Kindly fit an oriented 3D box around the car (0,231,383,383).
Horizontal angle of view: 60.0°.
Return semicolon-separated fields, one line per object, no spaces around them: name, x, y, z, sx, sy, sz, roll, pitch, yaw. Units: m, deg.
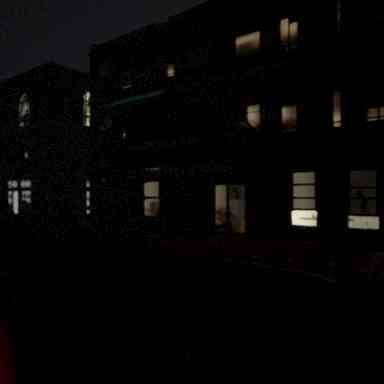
car;-0.380;1.323;3.147;5.009;1.841;2.192;0;0;35
